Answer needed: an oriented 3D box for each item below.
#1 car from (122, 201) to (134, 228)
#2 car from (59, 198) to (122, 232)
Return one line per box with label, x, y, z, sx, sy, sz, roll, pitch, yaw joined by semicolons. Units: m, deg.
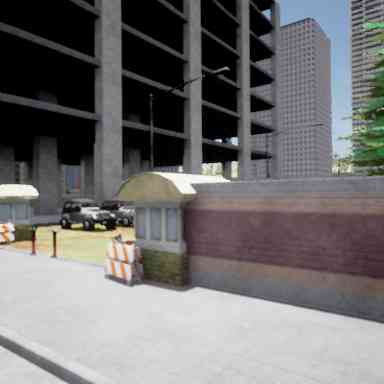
car;-4.775;1.389;23.002;3.866;1.878;1.905;-1;-1;37
car;-6.539;1.388;20.648;3.866;1.878;1.905;-1;-1;37
